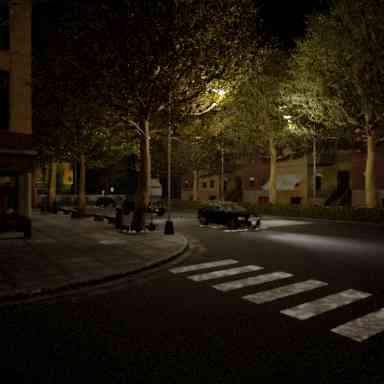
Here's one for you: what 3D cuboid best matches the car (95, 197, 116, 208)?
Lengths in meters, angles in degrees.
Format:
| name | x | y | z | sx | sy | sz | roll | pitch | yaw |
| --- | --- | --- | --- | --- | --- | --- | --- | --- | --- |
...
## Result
| name | x | y | z | sx | sy | sz | roll | pitch | yaw |
| --- | --- | --- | --- | --- | --- | --- | --- | --- | --- |
| car | -12.724 | 1.499 | 48.939 | 1.837 | 1.490 | 4.892 | 0 | 0 | -34 |

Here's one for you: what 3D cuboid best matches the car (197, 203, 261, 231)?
| name | x | y | z | sx | sy | sz | roll | pitch | yaw |
| --- | --- | --- | --- | --- | --- | --- | --- | --- | --- |
| car | 2.209 | 1.487 | 20.894 | 2.128 | 1.511 | 4.902 | 0 | 0 | -32 |

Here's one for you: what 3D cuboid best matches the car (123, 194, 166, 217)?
| name | x | y | z | sx | sy | sz | roll | pitch | yaw |
| --- | --- | --- | --- | --- | --- | --- | --- | --- | --- |
| car | -4.544 | 1.219 | 30.818 | 2.150 | 2.045 | 5.566 | 0 | 0 | -34 |

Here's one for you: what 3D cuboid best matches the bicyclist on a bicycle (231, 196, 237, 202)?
| name | x | y | z | sx | sy | sz | roll | pitch | yaw |
| --- | --- | --- | --- | --- | --- | --- | --- | --- | --- |
| bicyclist on a bicycle | 4.730 | 1.293 | 37.596 | 1.656 | 1.620 | 0.582 | 0 | 0 | -35 |
